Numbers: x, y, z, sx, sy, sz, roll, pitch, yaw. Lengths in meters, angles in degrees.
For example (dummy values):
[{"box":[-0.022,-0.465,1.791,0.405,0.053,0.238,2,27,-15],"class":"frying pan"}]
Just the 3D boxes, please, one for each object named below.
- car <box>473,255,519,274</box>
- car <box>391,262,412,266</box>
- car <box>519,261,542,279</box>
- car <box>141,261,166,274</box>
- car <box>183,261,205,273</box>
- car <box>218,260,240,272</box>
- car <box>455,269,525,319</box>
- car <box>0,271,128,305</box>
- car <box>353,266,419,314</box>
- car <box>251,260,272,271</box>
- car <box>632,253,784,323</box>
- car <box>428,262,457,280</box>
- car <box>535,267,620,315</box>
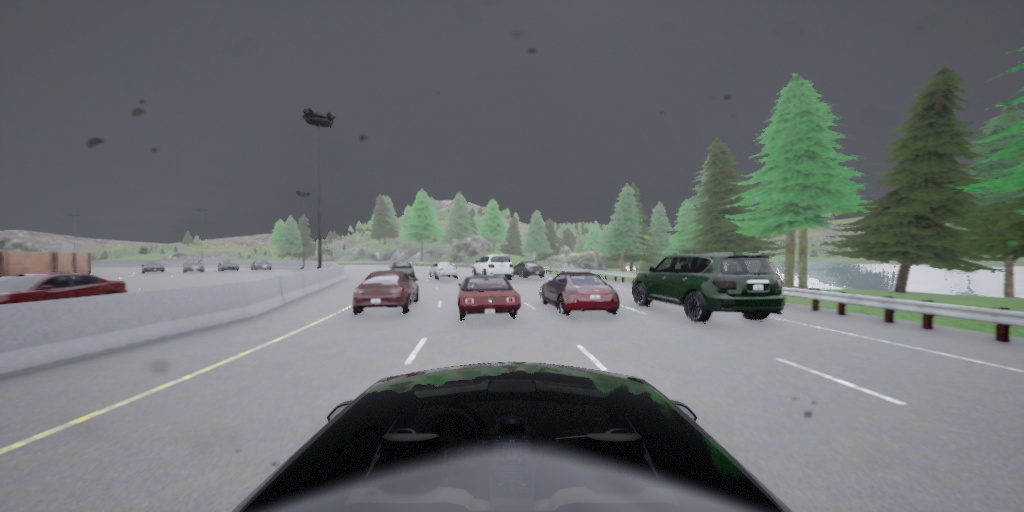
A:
[{"box":[-1.634,0.916,29.686,2.150,2.045,5.566,0,0,-20],"class":"car"},{"box":[-9.340,1.220,30.210,2.128,1.511,4.902,0,0,-22],"class":"car"},{"box":[1.328,1.202,31.635,1.812,1.442,4.674,0,0,-20],"class":"car"},{"box":[-44.590,1.370,44.581,4.892,1.490,1.837,0,0,42],"class":"car"},{"box":[-39.887,1.326,44.965,2.128,1.511,4.902,0,0,-45],"class":"car"},{"box":[-37.795,1.322,47.798,4.892,1.490,1.837,0,0,45],"class":"car"},{"box":[-0.968,1.330,12.712,1.895,1.301,4.718,0,0,-8],"class":"car"},{"box":[-15.088,1.275,11.322,1.882,1.535,5.008,0,0,-10],"class":"car"},{"box":[-4.679,1.270,13.718,1.812,1.442,4.674,0,0,-8],"class":"car"},{"box":[-34.661,1.291,49.613,2.128,1.511,4.902,0,0,-44],"class":"car"},{"box":[6.169,0.920,12.136,2.150,2.045,5.566,0,0,-7],"class":"car"},{"box":[-6.019,1.236,31.349,1.812,1.442,4.674,0,0,-21],"class":"car"},{"box":[2.383,1.276,13.492,1.994,1.385,4.181,0,0,-8],"class":"car"}]
